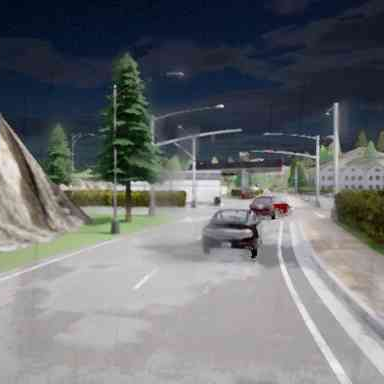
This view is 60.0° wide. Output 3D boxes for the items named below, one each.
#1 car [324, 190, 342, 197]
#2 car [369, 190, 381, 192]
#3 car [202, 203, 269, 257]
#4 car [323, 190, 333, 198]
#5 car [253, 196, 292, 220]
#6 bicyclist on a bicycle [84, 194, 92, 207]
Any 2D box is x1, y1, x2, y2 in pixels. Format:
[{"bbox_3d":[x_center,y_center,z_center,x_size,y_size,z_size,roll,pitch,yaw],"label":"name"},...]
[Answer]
[{"bbox_3d":[34.908,0.371,82.452,3.866,1.878,1.905,0,1,15],"label":"car"},{"bbox_3d":[41.623,0.434,77.198,4.605,1.855,1.932,0,1,15],"label":"car"},{"bbox_3d":[1.650,1.384,12.539,2.128,1.511,4.902,0,1,14],"label":"car"},{"bbox_3d":[33.437,0.681,79.411,3.806,1.475,1.970,0,1,15],"label":"car"},{"bbox_3d":[6.181,1.128,26.065,2.097,1.767,4.553,1,1,33],"label":"car"},{"bbox_3d":[-13.110,1.100,41.967,0.582,1.620,1.656,0,1,15],"label":"bicyclist on a bicycle"}]
